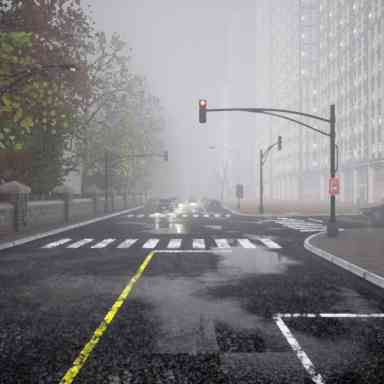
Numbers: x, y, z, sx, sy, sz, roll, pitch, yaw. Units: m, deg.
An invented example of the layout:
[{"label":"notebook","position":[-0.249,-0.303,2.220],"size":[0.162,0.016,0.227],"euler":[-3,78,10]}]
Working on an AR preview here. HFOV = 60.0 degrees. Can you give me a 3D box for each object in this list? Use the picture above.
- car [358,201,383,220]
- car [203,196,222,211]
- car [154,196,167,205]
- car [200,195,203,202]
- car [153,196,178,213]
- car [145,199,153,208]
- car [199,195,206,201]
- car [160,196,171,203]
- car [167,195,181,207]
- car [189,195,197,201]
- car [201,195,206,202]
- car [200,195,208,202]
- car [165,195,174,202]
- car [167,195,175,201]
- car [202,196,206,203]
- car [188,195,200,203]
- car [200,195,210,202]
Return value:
[{"label":"car","position":[14.870,1.262,24.737],"size":[4.674,1.442,1.812],"euler":[-1,0,0]},{"label":"car","position":[2.796,1.586,41.556],"size":[1.947,1.339,4.313],"euler":[0,0,0]},{"label":"car","position":[-5.540,1.477,58.476],"size":[1.967,1.590,4.097],"euler":[0,0,0]},{"label":"car","position":[2.869,1.596,69.720],"size":[1.887,1.381,4.507],"euler":[0,0,0]},{"label":"car","position":[-3.002,1.522,38.252],"size":[1.837,1.490,4.892],"euler":[0,0,0]},{"label":"car","position":[-5.570,1.607,47.210],"size":[1.802,1.307,4.206],"euler":[0,0,0]},{"label":"car","position":[2.926,1.640,92.247],"size":[2.008,1.369,4.403],"euler":[0,0,0]},{"label":"car","position":[-5.512,1.577,69.571],"size":[1.752,1.417,4.829],"euler":[0,0,0]},{"label":"car","position":[-2.970,1.533,49.644],"size":[1.837,1.490,4.892],"euler":[0,0,0]},{"label":"car","position":[0.200,1.441,78.849],"size":[1.837,1.490,4.892],"euler":[0,0,0]},{"label":"car","position":[2.825,1.596,52.822],"size":[1.947,1.339,4.313],"euler":[0,0,0]},{"label":"car","position":[2.898,1.510,80.983],"size":[1.967,1.590,4.097],"euler":[0,0,0]},{"label":"car","position":[-5.483,1.510,81.004],"size":[1.967,1.590,4.097],"euler":[0,0,0]},{"label":"car","position":[-5.469,1.624,86.637],"size":[1.887,1.381,4.507],"euler":[0,0,0]},{"label":"car","position":[2.811,1.591,47.189],"size":[1.947,1.339,4.313],"euler":[0,0,0]},{"label":"car","position":[0.174,1.651,68.879],"size":[1.895,1.301,4.718],"euler":[0,0,0]},{"label":"car","position":[2.883,1.501,75.351],"size":[1.967,1.590,4.097],"euler":[0,0,0]}]
